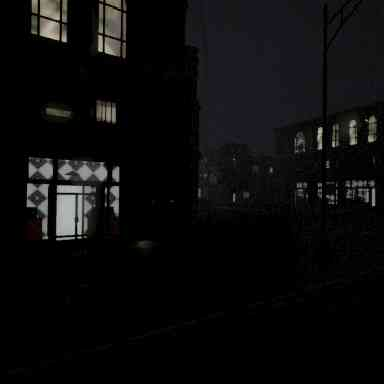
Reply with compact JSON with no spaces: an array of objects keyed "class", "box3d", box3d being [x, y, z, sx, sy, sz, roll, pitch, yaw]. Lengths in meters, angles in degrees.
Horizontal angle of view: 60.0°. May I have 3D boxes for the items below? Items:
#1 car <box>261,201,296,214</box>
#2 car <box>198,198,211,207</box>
[{"class":"car","box3d":[9.407,1.622,36.615,2.008,1.369,4.403,1,-1,-27]},{"class":"car","box3d":[1.337,1.619,52.096,1.887,1.381,4.507,1,-1,-27]}]
